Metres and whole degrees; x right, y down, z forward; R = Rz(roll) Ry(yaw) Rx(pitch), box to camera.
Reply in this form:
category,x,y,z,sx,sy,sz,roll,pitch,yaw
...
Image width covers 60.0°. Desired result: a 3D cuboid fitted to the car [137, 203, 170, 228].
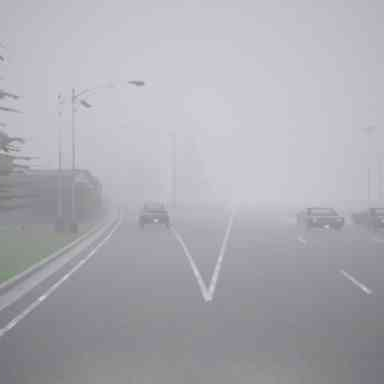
category,x,y,z,sx,sy,sz,roll,pitch,yaw
car,-2.614,1.497,22.370,2.128,1.511,4.902,0,0,-11

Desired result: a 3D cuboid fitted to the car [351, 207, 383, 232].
category,x,y,z,sx,sy,sz,roll,pitch,yaw
car,11.103,1.563,19.785,1.895,1.301,4.718,0,0,8

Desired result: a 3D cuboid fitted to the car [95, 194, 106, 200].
category,x,y,z,sx,sy,sz,roll,pitch,yaw
car,-24.057,1.378,87.390,1.882,1.535,5.008,0,0,-28

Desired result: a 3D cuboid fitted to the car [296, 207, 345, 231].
category,x,y,z,sx,sy,sz,roll,pitch,yaw
car,7.638,1.574,20.276,1.895,1.301,4.718,0,0,8

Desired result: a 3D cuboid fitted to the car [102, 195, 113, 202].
category,x,y,z,sx,sy,sz,roll,pitch,yaw
car,-19.886,1.600,78.622,1.994,1.385,4.181,0,0,-25
